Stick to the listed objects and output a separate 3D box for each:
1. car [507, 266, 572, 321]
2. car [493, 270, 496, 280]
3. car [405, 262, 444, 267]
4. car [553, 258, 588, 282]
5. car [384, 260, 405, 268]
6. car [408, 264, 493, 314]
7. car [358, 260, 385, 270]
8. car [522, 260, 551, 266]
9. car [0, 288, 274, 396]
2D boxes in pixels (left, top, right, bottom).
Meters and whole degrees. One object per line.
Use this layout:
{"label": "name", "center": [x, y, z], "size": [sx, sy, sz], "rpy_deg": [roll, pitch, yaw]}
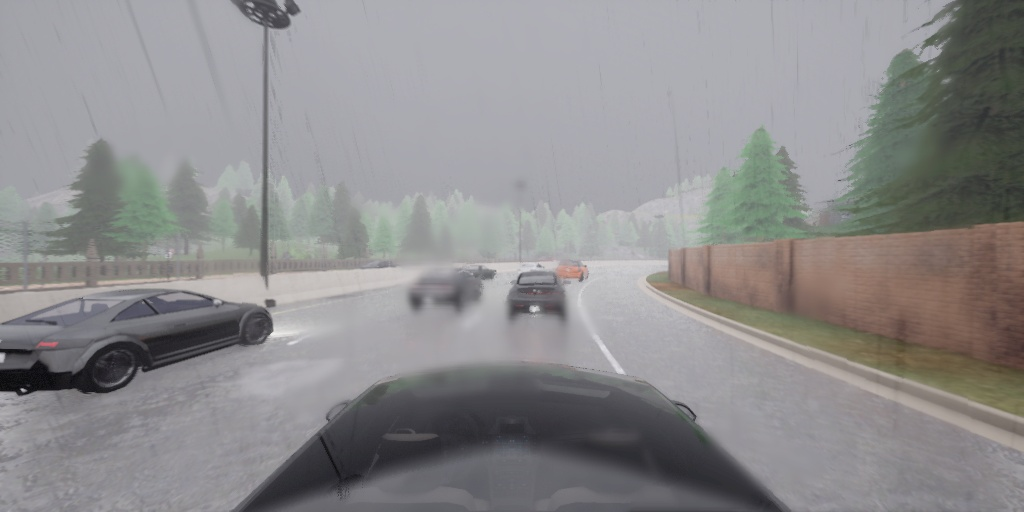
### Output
{"label": "car", "center": [0.978, 1.268, 12.542], "size": [1.837, 1.490, 4.892], "rpy_deg": [0, 0, 7]}
{"label": "car", "center": [-2.779, 1.359, 28.351], "size": [1.895, 1.301, 4.718], "rpy_deg": [0, 0, 16]}
{"label": "car", "center": [-7.909, 1.288, 35.735], "size": [2.033, 1.411, 5.357], "rpy_deg": [0, 0, 20]}
{"label": "car", "center": [5.116, 1.147, 29.893], "size": [2.097, 1.767, 4.553], "rpy_deg": [0, 0, 18]}
{"label": "car", "center": [-10.903, 1.293, 37.500], "size": [1.994, 1.385, 4.181], "rpy_deg": [0, 0, 20]}
{"label": "car", "center": [-2.362, 1.240, 13.916], "size": [2.128, 1.511, 4.902], "rpy_deg": [0, 0, 7]}
{"label": "car", "center": [-14.318, 1.219, 38.375], "size": [1.837, 1.490, 4.892], "rpy_deg": [0, 0, 20]}
{"label": "car", "center": [1.776, 1.306, 31.007], "size": [1.812, 1.442, 4.674], "rpy_deg": [0, 0, 18]}
{"label": "car", "center": [-6.603, 1.288, 6.648], "size": [1.994, 1.385, 4.181], "rpy_deg": [0, 0, 3]}
